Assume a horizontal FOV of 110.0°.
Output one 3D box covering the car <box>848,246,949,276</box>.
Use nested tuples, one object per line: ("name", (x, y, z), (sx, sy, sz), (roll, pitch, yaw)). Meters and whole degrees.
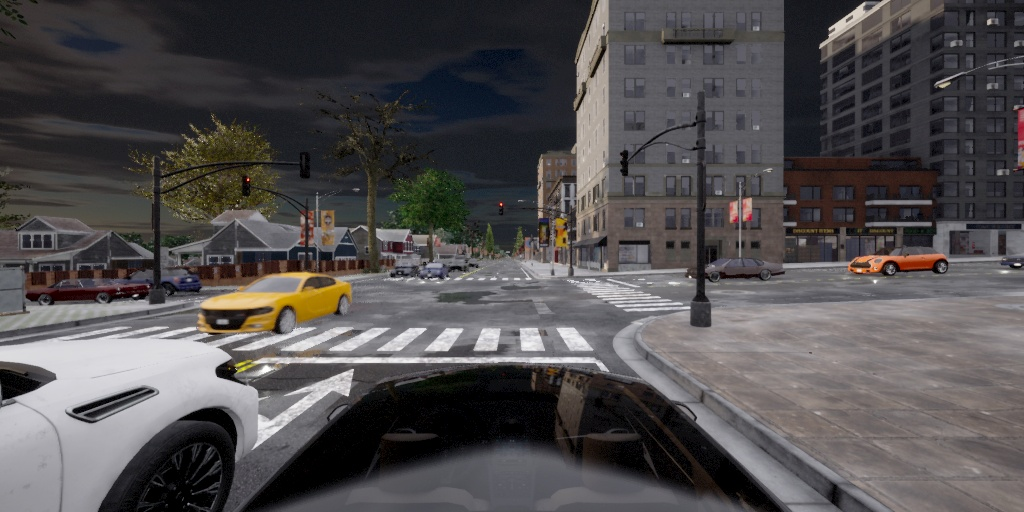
("car", (23.428, 0.218, 21.902), (4.553, 1.767, 2.097), (-2, 0, 0))

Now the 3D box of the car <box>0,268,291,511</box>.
("car", (-3.146, 0.972, 0.537), (2.150, 2.045, 5.566), (0, 0, 0))

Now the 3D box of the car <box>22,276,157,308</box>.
("car", (-21.637, 1.806, 18.517), (4.718, 1.301, 1.895), (-2, 0, 0))

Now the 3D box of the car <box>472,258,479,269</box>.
("car", (-6.629, 1.165, 59.179), (2.097, 1.767, 4.553), (0, 0, 0))

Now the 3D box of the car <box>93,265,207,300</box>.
("car", (-21.701, 1.550, 21.668), (4.553, 1.767, 2.097), (-2, 0, -3))

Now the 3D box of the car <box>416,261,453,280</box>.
("car", (-6.619, 1.288, 31.063), (1.812, 1.442, 4.674), (0, 0, 0))

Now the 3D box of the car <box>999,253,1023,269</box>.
("car", (33.568, 0.038, 21.934), (5.357, 1.411, 2.033), (-2, 0, 0))

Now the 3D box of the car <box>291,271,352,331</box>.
("car", (-6.596, 1.246, 10.672), (1.882, 1.535, 5.008), (0, 0, 0))

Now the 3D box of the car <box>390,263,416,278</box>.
("car", (-9.881, 1.327, 33.562), (1.994, 1.385, 4.181), (0, 0, -1))

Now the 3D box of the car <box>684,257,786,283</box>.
("car", (13.509, 0.793, 21.871), (5.357, 1.411, 2.033), (-2, 0, 0))

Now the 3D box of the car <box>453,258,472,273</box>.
("car", (-6.633, 1.129, 44.917), (2.097, 1.767, 4.553), (0, 0, 0))
